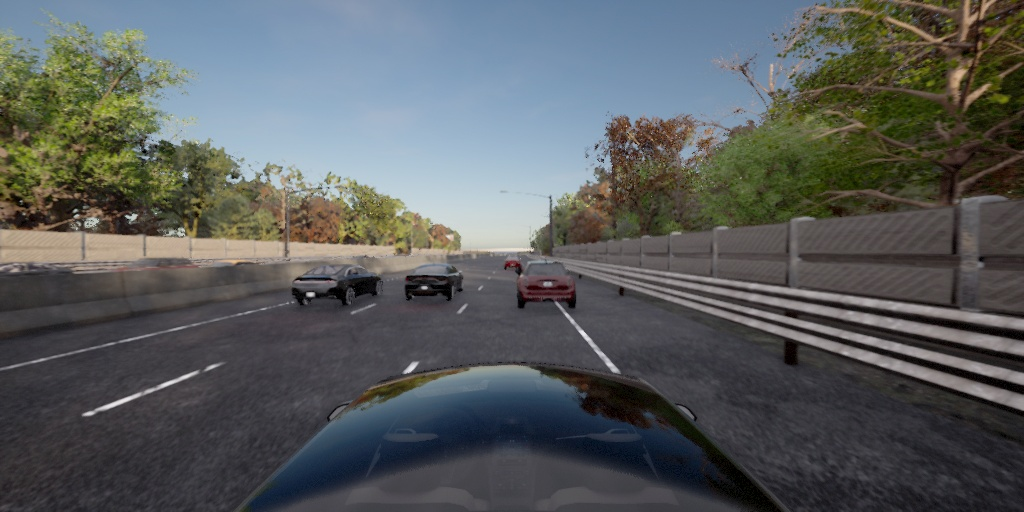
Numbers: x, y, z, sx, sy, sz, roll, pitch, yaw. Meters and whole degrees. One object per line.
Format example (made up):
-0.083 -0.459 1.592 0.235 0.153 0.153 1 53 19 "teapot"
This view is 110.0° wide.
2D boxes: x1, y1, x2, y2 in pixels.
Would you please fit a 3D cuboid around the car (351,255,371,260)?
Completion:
-24.524 0.599 58.220 1.837 1.490 4.892 0 1 1 "car"

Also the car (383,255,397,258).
-21.012 0.582 61.906 1.812 1.442 4.674 0 1 0 "car"

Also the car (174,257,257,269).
-17.592 0.982 22.309 1.882 1.535 5.008 0 1 0 "car"

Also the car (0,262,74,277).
-24.595 1.054 17.343 2.128 1.511 4.902 0 1 0 "car"

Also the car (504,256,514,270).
0.069 0.762 41.296 1.882 1.535 5.008 0 1 0 "car"

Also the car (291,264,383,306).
-6.899 1.085 14.706 2.128 1.511 4.902 0 1 0 "car"

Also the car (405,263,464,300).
-3.400 1.051 16.407 1.882 1.535 5.008 0 1 0 "car"

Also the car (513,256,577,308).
1.224 0.948 14.446 2.097 1.767 4.553 0 1 0 "car"

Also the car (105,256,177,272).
-21.092 0.871 21.127 2.097 1.767 4.553 0 1 0 "car"
